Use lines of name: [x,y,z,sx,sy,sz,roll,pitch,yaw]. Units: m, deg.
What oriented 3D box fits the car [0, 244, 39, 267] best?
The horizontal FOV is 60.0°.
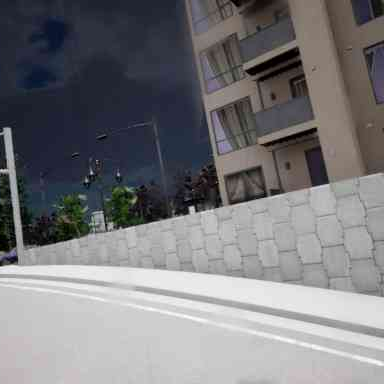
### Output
car: [-15.565,5.656,29.609,2.097,1.767,4.553,-15,-9,35]
